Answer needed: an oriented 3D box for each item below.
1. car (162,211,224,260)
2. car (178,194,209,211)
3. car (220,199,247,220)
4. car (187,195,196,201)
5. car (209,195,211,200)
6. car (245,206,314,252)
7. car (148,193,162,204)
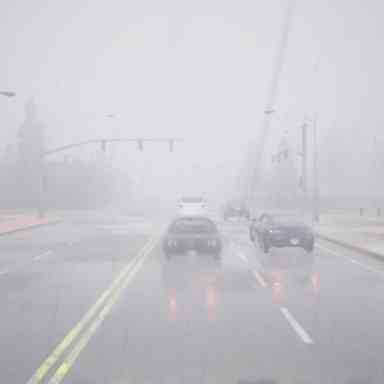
[{"bbox_3d":[0.028,1.593,12.440,1.895,1.301,4.718,0,0,1],"label":"car"},{"bbox_3d":[0.020,1.207,26.932,2.150,2.045,5.566,0,0,1],"label":"car"},{"bbox_3d":[3.528,1.334,27.966,2.097,1.767,4.553,0,0,0],"label":"car"},{"bbox_3d":[-0.047,1.340,80.831,2.033,1.411,5.357,0,0,0],"label":"car"},{"bbox_3d":[3.453,1.155,80.803,2.097,1.767,4.553,0,0,0],"label":"car"},{"bbox_3d":[3.541,1.517,13.692,1.812,1.442,4.674,0,0,1],"label":"car"},{"bbox_3d":[-7.059,1.184,63.380,2.150,2.045,5.566,0,0,0],"label":"car"}]
